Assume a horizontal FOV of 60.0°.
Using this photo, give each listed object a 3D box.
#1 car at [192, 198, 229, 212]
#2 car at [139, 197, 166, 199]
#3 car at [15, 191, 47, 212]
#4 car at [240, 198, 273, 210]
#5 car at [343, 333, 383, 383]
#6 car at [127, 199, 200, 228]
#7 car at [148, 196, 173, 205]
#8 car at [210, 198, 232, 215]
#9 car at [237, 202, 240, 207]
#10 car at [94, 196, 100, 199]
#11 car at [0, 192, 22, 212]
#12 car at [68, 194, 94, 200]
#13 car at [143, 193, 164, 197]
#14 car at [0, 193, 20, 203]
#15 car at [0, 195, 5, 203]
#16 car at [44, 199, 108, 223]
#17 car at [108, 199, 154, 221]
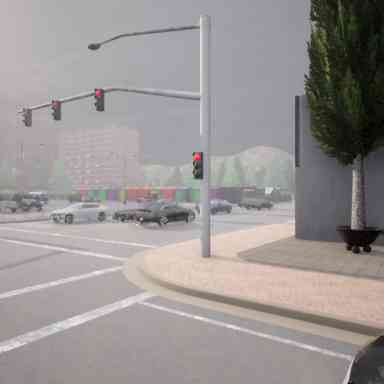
[{"bbox_3d":[2.341,1.491,40.240,2.128,1.511,4.902,0,0,37],"label":"car"},{"bbox_3d":[-3.136,1.526,32.879,1.812,1.442,4.674,0,0,37],"label":"car"},{"bbox_3d":[-18.181,1.156,36.463,3.866,1.878,1.905,0,0,35],"label":"car"},{"bbox_3d":[8.756,1.547,42.974,2.033,1.411,5.357,0,0,37],"label":"car"},{"bbox_3d":[3.375,1.492,1.558,4.902,1.511,2.128,0,0,36],"label":"car"},{"bbox_3d":[-1.708,1.491,22.681,2.128,1.511,4.902,0,0,36],"label":"car"},{"bbox_3d":[-5.210,1.395,54.872,3.806,1.475,1.970,0,0,35],"label":"car"},{"bbox_3d":[2.460,1.526,34.535,1.812,1.442,4.674,0,0,37],"label":"car"},{"bbox_3d":[8.680,1.547,48.682,2.033,1.411,5.357,0,0,37],"label":"car"},{"bbox_3d":[-19.488,1.364,64.933,3.905,1.438,1.784,0,0,35],"label":"car"},{"bbox_3d":[-19.895,1.153,34.131,4.605,1.855,1.932,0,0,35],"label":"car"},{"bbox_3d":[-21.211,1.153,62.604,4.605,1.855,1.932,0,0,35],"label":"car"},{"bbox_3d":[-6.889,1.156,52.513,3.866,1.878,1.905,0,0,35],"label":"car"},{"bbox_3d":[-36.716,1.153,66.760,4.605,1.855,1.932,0,0,35],"label":"car"},{"bbox_3d":[-38.223,1.364,64.539,3.905,1.438,1.784,0,0,35],"label":"car"},{"bbox_3d":[-8.523,1.526,25.537,1.812,1.442,4.674,0,0,38],"label":"car"},{"bbox_3d":[-3.685,1.547,26.272,2.033,1.411,5.357,0,0,36],"label":"car"}]
